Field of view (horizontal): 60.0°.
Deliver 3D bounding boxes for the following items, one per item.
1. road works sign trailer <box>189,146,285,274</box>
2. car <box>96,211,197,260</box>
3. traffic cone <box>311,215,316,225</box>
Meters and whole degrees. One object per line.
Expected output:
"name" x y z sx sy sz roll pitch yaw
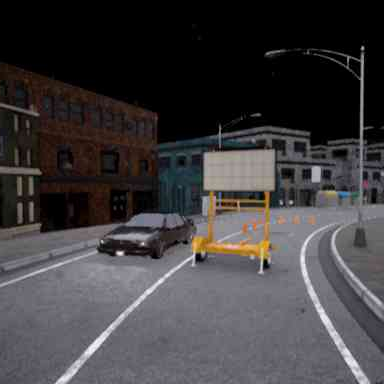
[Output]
"road works sign trailer" 1.521 0.390 10.611 2.380 3.560 2.880 0 0 24
"car" -1.355 1.443 12.517 2.033 1.411 5.357 0 1 18
"traffic cone" 7.974 1.836 21.896 0.340 0.580 0.340 1 1 24
